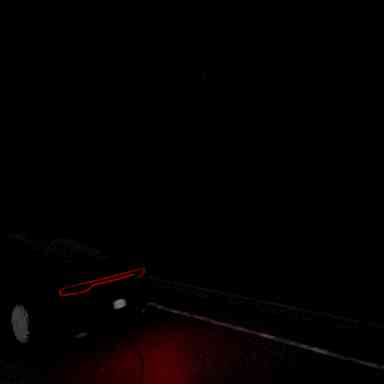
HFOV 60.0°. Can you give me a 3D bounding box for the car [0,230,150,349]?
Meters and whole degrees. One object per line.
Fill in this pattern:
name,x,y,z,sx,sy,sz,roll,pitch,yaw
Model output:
car,-3.019,1.486,6.380,5.008,1.535,1.882,0,0,38
